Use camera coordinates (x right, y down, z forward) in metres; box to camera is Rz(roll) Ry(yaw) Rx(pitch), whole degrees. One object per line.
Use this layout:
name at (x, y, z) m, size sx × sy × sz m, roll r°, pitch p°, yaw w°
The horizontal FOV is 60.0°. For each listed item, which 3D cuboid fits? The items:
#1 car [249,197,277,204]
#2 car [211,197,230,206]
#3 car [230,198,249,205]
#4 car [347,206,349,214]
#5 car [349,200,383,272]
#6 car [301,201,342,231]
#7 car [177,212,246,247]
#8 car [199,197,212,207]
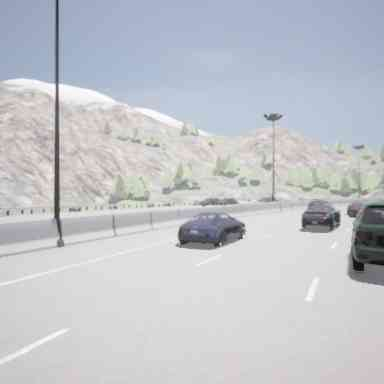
car at (10.915, 1.526, 49.356) m, size 2.097 × 1.767 × 4.553 m, roll 0°, pitch 0°, yaw 40°
car at (5.774, 1.705, 54.146) m, size 1.837 × 1.490 × 4.892 m, roll 0°, pitch 0°, yaw 40°
car at (8.314, 1.714, 51.719) m, size 1.812 × 1.442 × 4.674 m, roll 0°, pitch 0°, yaw 40°
car at (18.068, 1.675, 35.650) m, size 1.994 × 1.385 × 4.181 m, roll 0°, pitch 0°, yaw 37°
car at (6.275, 1.257, 10.510) m, size 2.150 × 2.045 × 5.566 m, roll 0°, pitch 0°, yaw 26°
car at (8.452, 1.564, 21.566) m, size 2.128 × 1.511 × 4.902 m, roll 0°, pitch 0°, yaw 31°
car at (1.032, 1.624, 15.547) m, size 1.994 × 1.385 × 4.181 m, roll 0°, pitch 0°, yaw 28°
car at (3.177, 1.718, 56.478) m, size 1.837 × 1.490 × 4.892 m, roll 0°, pitch 0°, yaw 40°
